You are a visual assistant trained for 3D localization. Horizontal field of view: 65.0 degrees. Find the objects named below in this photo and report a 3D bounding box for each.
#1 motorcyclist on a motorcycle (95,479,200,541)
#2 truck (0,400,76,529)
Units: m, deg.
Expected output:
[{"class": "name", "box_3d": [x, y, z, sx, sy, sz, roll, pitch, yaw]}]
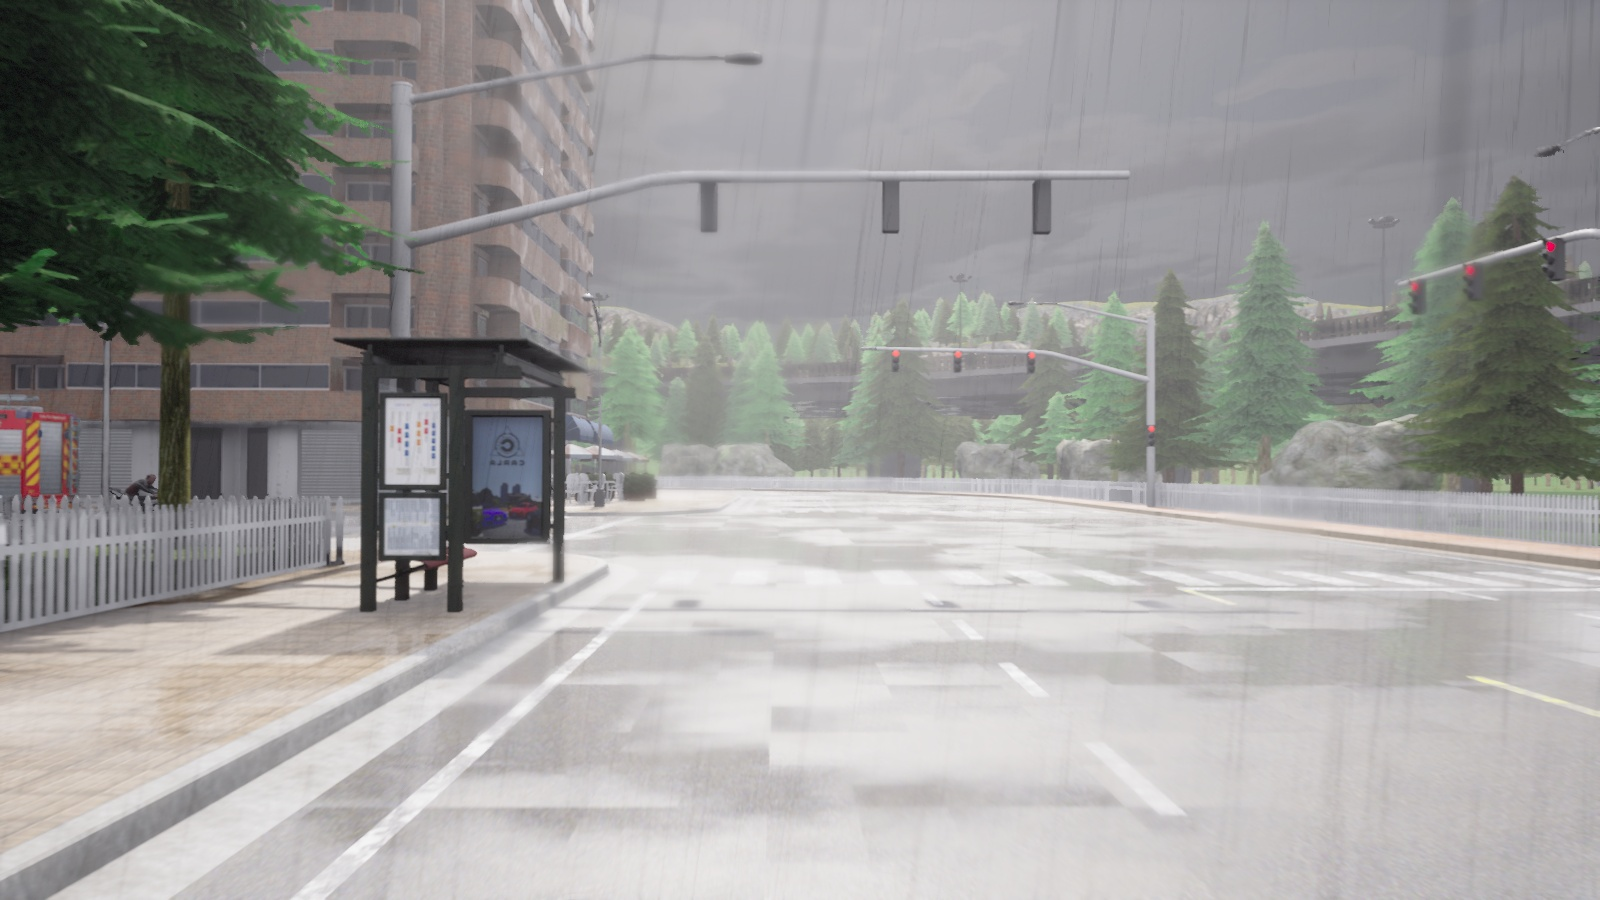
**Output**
[{"class": "motorcyclist on a motorcycle", "box_3d": [-16.460, 1.509, 31.696, 2.191, 1.530, 0.866, 0, -1, -1]}, {"class": "truck", "box_3d": [-27.351, 0.474, 38.619, 8.468, 3.827, 2.891, 0, -1, -1]}]
